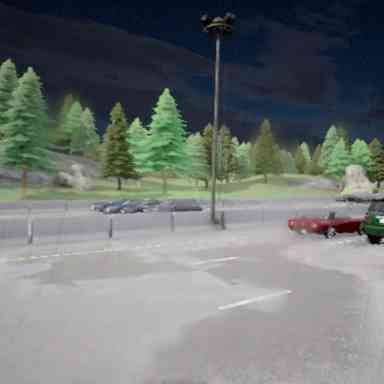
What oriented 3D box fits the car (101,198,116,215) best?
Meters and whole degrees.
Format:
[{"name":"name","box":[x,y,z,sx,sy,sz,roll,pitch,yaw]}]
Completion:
[{"name":"car","box":[-5.395,1.371,30.103,4.674,1.442,1.812,0,0,-35]}]

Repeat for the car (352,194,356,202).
[{"name":"car","box":[28.264,1.221,53.515,4.181,1.385,1.994,-1,1,-34]}]

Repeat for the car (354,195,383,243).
[{"name":"car","box":[9.939,1.273,14.953,5.566,2.045,2.150,0,1,-35]}]

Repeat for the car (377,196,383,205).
[{"name":"car","box":[30.269,1.253,50.655,4.181,1.385,1.994,-1,1,-34]}]

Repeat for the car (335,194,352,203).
[{"name":"car","box":[26.237,1.131,56.362,4.892,1.490,1.837,-1,1,-34]}]

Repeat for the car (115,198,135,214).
[{"name":"car","box":[-3.409,1.381,27.221,4.892,1.490,1.837,0,0,-35]}]

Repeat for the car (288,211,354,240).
[{"name":"car","box":[7.231,1.616,17.335,4.718,1.301,1.895,0,0,-35]}]

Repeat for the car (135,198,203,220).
[{"name":"car","box":[-1.413,1.259,24.344,4.553,1.767,2.097,0,0,-35]}]

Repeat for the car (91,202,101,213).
[{"name":"car","box":[-7.419,1.305,32.957,4.902,1.511,2.128,0,0,-35]}]
